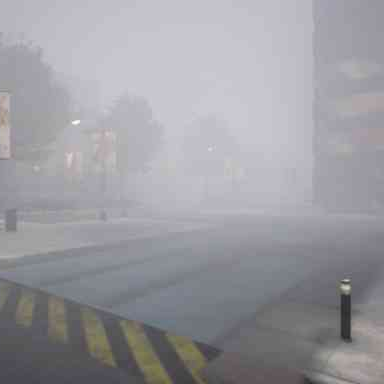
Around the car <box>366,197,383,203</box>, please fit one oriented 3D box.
[{"bbox_3d":[24.849,1.438,44.795,2.161,1.482,4.786,0,0,36],"label":"car"}]

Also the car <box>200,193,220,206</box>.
[{"bbox_3d":[3.589,1.249,54.321,2.150,2.045,5.566,0,0,36],"label":"car"}]

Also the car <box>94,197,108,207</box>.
[{"bbox_3d":[-12.790,1.528,51.366,1.837,1.490,4.892,0,1,36],"label":"car"}]

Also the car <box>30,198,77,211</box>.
[{"bbox_3d":[-16.521,1.620,40.259,1.895,1.301,4.718,0,0,36],"label":"car"}]

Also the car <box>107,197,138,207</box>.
[{"bbox_3d":[-9.887,1.588,49.409,1.994,1.385,4.181,0,0,36],"label":"car"}]

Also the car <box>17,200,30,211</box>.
[{"bbox_3d":[-19.530,1.525,42.054,1.837,1.490,4.892,0,0,36],"label":"car"}]

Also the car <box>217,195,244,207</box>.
[{"bbox_3d":[6.411,1.532,52.250,1.837,1.490,4.892,0,0,36],"label":"car"}]
